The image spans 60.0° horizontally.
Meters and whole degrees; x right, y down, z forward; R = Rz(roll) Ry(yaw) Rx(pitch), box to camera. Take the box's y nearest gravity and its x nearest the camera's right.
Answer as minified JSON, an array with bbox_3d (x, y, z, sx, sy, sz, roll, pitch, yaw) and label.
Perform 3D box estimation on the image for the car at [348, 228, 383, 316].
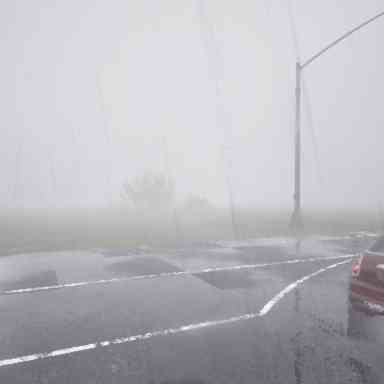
[{"bbox_3d":[5.074,1.372,5.969,4.553,1.767,2.097,1,-1,-25],"label":"car"}]
